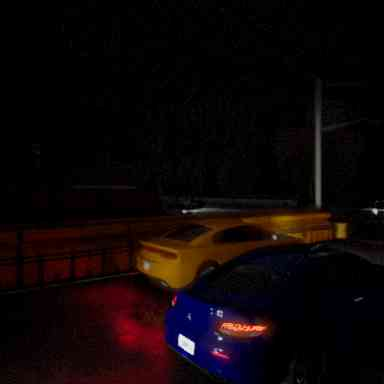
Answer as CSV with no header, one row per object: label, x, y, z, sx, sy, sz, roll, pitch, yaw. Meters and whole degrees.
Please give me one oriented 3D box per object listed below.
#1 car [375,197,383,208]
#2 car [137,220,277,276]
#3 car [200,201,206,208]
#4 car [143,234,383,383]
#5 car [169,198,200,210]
car,26.397,1.297,44.346,4.553,1.767,2.097,0,0,-34
car,1.019,1.470,8.770,5.008,1.535,1.882,0,0,-35
car,-0.086,1.568,47.508,1.895,1.301,4.718,0,0,-34
car,1.812,1.521,5.038,4.674,1.442,1.812,0,0,-35
car,-1.354,1.497,43.066,1.812,1.442,4.674,0,0,-33
